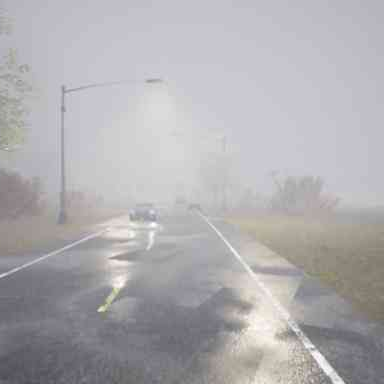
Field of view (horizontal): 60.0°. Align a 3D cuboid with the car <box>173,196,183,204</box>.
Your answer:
[{"bbox_3d":[-3.382,1.820,79.731,2.097,1.767,4.553,0,0,-5],"label":"car"}]

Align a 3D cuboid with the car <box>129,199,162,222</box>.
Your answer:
[{"bbox_3d":[-4.027,1.577,28.490,2.097,1.767,4.553,0,0,-2],"label":"car"}]

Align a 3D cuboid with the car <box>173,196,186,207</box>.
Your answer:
[{"bbox_3d":[-2.103,1.694,63.423,2.150,2.045,5.566,0,0,-4],"label":"car"}]

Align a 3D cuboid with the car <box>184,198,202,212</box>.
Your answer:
[{"bbox_3d":[0.238,1.826,43.342,1.837,1.490,4.892,0,0,-3],"label":"car"}]

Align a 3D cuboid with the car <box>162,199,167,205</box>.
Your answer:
[{"bbox_3d":[-6.089,2.071,69.526,1.895,1.301,4.718,0,0,-4],"label":"car"}]
